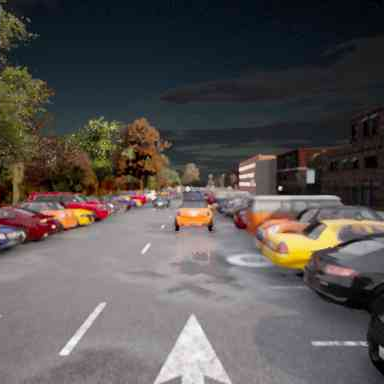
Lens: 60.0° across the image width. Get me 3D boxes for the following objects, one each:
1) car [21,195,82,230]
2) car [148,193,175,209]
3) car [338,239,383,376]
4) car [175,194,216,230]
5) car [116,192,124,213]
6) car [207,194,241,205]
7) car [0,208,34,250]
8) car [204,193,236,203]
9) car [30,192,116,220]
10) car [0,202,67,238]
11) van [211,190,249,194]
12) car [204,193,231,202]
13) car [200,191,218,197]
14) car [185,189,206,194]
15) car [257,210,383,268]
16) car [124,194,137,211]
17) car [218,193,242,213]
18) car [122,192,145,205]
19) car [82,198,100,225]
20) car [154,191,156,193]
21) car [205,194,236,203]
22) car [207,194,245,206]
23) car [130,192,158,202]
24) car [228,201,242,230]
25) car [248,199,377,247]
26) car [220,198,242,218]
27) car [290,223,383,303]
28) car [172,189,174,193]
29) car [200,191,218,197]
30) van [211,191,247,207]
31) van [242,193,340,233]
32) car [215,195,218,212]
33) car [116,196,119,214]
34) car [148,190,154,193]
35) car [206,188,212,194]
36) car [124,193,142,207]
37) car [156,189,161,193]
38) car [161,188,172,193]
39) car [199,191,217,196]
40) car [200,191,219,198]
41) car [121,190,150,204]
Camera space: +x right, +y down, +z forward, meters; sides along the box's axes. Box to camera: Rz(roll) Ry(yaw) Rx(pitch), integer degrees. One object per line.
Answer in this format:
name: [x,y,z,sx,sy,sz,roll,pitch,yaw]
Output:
car: [-8.511,1.224,17.403,4.553,1.767,2.185,0,0,0]
car: [-3.596,1.165,40.143,2.128,1.511,4.902,0,1,0]
car: [4.545,1.454,3.510,5.008,1.535,2.097,0,0,0]
car: [0.098,1.200,19.997,2.097,1.767,4.553,0,0,0]
car: [-8.576,1.131,28.544,4.553,1.767,2.185,0,1,0]
car: [4.562,1.111,48.043,4.792,1.488,2.163,0,1,0]
car: [-8.545,1.433,11.835,4.674,1.452,2.002,0,0,0]
car: [4.717,1.003,56.392,5.366,1.575,1.946,0,1,0]
car: [-8.515,1.053,22.974,5.566,2.045,2.435,0,0,0]
car: [-8.537,1.372,14.620,5.008,1.535,2.097,0,0,0]
van: [4.651,0.957,36.908,4.442,1.987,1.878,0,1,0]
car: [4.516,1.022,59.034,4.674,1.452,2.002,-1,1,0]
car: [4.349,0.553,88.017,4.674,1.452,2.002,0,1,0]
car: [0.106,0.930,36.305,2.150,2.045,5.566,0,1,0]
car: [4.724,1.411,9.077,5.366,1.575,1.946,0,0,0]
car: [-8.515,1.238,34.114,4.792,1.488,2.163,0,0,0]
car: [4.567,1.155,25.775,4.553,1.767,2.185,0,1,0]
car: [-8.731,1.156,39.559,5.366,1.575,1.946,0,1,0]
car: [-8.548,1.327,20.189,5.008,1.535,2.097,0,0,0]
car: [-8.579,0.907,53.482,4.553,1.767,2.185,0,1,0]
car: [4.503,1.061,53.609,4.792,1.488,2.163,0,1,0]
car: [4.540,1.108,45.259,4.892,1.521,2.231,0,1,0]
car: [-8.517,0.855,59.177,4.553,1.767,2.185,0,1,0]
car: [4.566,1.379,17.428,4.792,1.488,2.163,0,0,0]
car: [4.569,1.267,11.860,4.553,1.767,2.185,0,0,0]
car: [4.534,1.344,22.994,4.674,1.452,2.002,0,0,0]
car: [4.536,1.475,6.295,4.674,1.452,2.002,0,0,0]
car: [-8.215,0.483,90.713,5.008,1.535,2.097,0,1,0]
car: [4.342,0.584,85.192,4.674,1.452,2.002,0,1,0]
van: [4.650,0.908,42.350,4.442,1.987,1.878,0,1,0]
van: [4.655,1.146,14.579,4.442,1.987,1.878,0,0,0]
car: [4.529,1.258,28.561,4.892,1.521,2.231,0,0,0]
car: [-8.550,1.282,25.759,4.892,1.521,2.231,0,0,0]
car: [-8.579,0.932,50.697,4.553,1.767,2.185,0,1,0]
car: [4.562,0.906,39.691,5.566,2.045,2.435,0,1,0]
car: [-8.551,1.183,36.900,5.008,1.535,2.097,0,1,0]
car: [-8.577,0.755,56.391,5.566,2.045,2.435,0,1,0]
car: [-8.196,0.387,88.012,4.553,1.767,2.185,0,1,0]
car: [4.371,0.450,93.669,5.008,1.535,2.097,0,1,0]
car: [4.309,0.604,82.365,4.792,1.488,2.163,0,1,0]
car: [-8.515,0.982,45.252,4.553,1.767,2.185,0,1,0]
